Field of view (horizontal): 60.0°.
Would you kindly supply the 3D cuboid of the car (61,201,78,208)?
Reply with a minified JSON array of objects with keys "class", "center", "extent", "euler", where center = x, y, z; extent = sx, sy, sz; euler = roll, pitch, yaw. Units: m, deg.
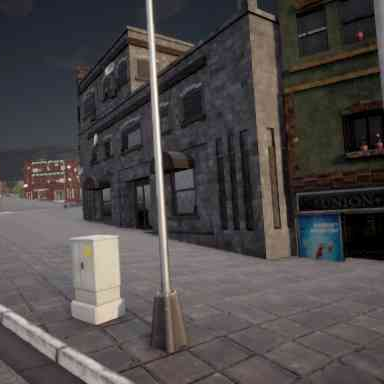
[{"class":"car","center":[-25.380,2.702,69.131],"extent":[2.128,1.511,4.902],"euler":[-4,-2,5]}]
